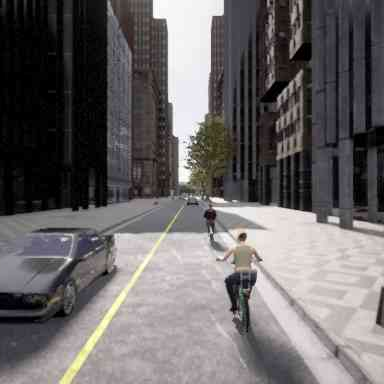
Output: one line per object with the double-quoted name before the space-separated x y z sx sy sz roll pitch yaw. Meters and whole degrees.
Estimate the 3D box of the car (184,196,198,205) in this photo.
"car" 0.105 1.716 60.450 1.994 1.385 4.181 0 0 0

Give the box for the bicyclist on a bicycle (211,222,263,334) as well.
"bicyclist on a bicycle" 0.852 1.439 5.799 0.866 1.612 1.509 0 0 0

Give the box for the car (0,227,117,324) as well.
"car" -3.099 1.551 7.653 2.033 1.411 5.357 0 0 0

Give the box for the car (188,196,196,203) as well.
"car" 0.010 1.722 75.080 1.837 1.490 4.892 0 0 0

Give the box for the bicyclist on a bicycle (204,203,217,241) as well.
"bicyclist on a bicycle" 0.829 1.385 15.090 0.659 1.776 1.843 0 0 0
